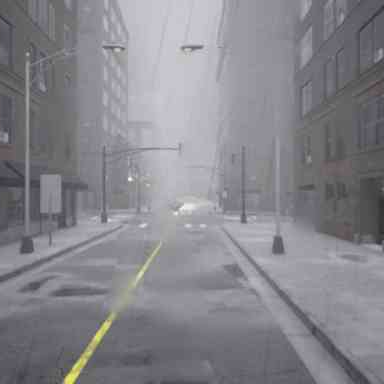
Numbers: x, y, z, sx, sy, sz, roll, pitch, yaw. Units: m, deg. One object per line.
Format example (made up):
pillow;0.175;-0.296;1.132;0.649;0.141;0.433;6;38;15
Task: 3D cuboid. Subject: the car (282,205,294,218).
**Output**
car;12.564;2.041;35.409;4.902;1.511;2.128;1;0;1

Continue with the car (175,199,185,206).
car;-2.828;2.361;77.890;2.128;1.511;4.902;0;-1;0

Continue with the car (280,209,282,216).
car;11.742;2.138;37.991;4.206;1.307;1.802;1;-1;1

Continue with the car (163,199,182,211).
car;-3.027;1.902;48.945;2.097;1.767;4.553;0;-1;1
